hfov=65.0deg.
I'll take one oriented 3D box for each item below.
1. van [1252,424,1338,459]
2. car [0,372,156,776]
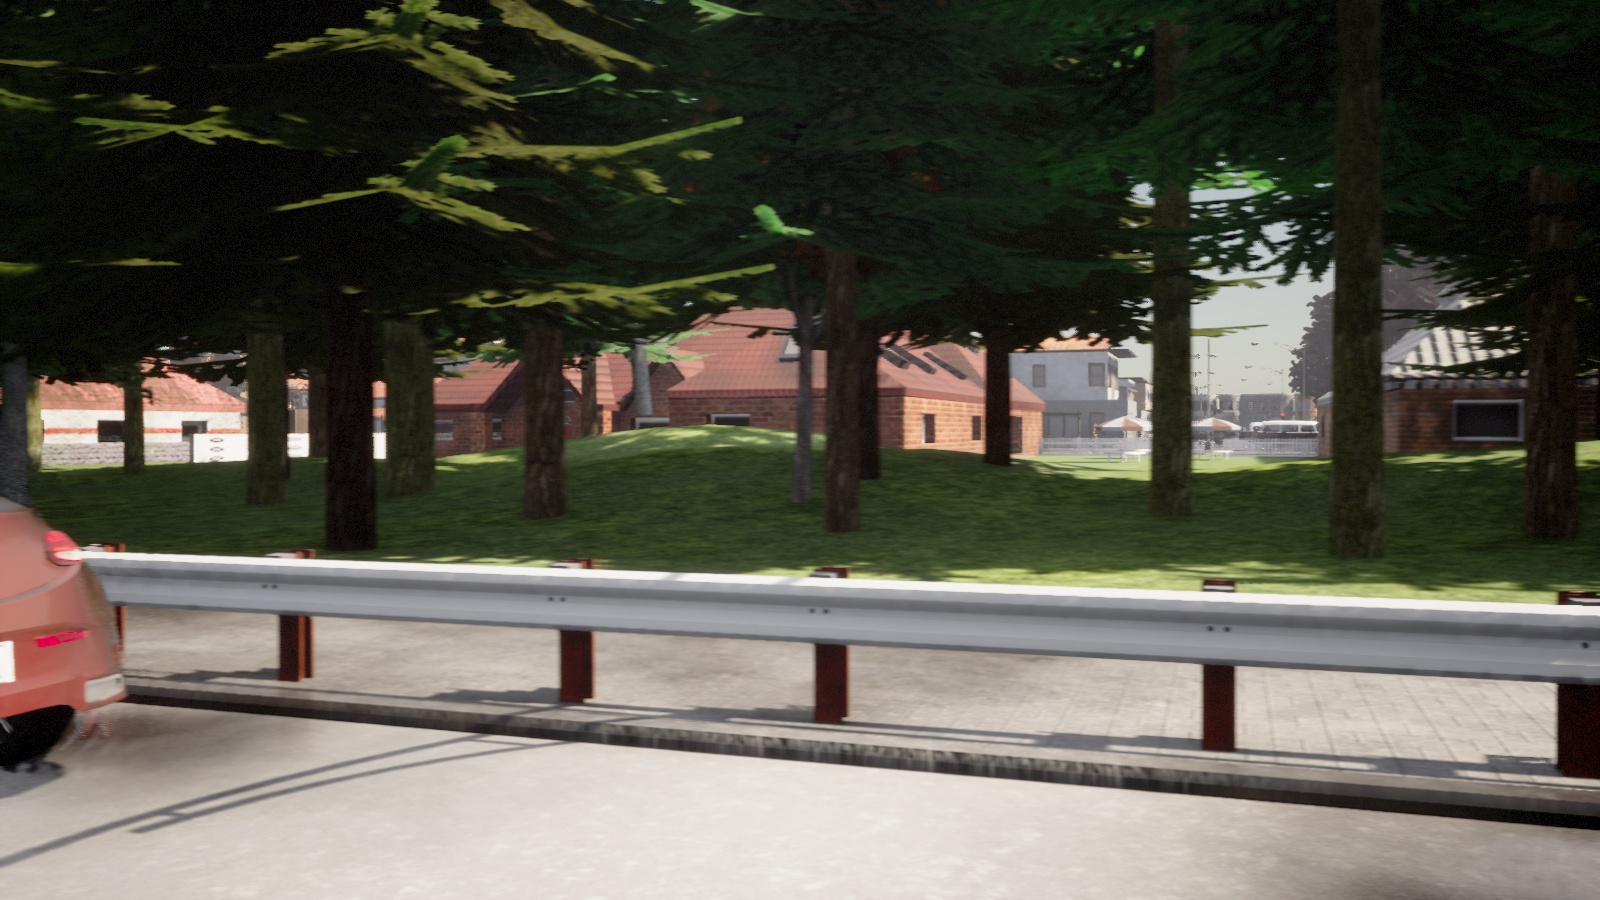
[{"bbox_3d":[30.383,-0.567,77.121,2.069,2.038,4.480,-2,2,-38],"label":"van"},{"bbox_3d":[-5.738,0.490,5.656,5.027,1.651,2.152,1,1,19],"label":"car"}]
